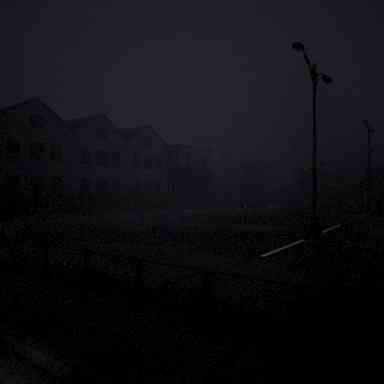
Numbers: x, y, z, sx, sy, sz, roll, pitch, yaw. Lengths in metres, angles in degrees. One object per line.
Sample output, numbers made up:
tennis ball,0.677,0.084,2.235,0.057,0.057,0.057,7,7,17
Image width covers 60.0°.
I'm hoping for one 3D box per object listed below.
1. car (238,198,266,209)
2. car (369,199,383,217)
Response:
car,7.759,1.409,42.208,1.895,1.301,4.718,0,0,36
car,15.533,1.298,26.738,2.007,1.523,4.514,0,0,35
